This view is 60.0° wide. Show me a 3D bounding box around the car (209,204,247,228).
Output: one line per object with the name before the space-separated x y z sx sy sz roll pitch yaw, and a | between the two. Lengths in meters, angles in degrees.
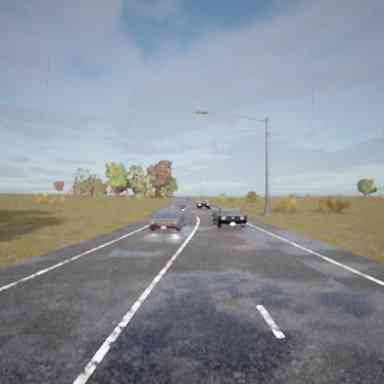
car | 2.547 1.756 23.680 1.895 1.301 4.718 0 0 -2

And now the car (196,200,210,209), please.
car | 1.662 1.932 50.649 1.895 1.301 4.718 0 0 -2

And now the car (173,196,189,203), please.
car | -1.924 1.860 53.219 2.033 1.411 5.357 0 0 -2

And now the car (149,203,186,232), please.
car | -1.461 1.688 21.739 2.033 1.411 5.357 0 0 4
